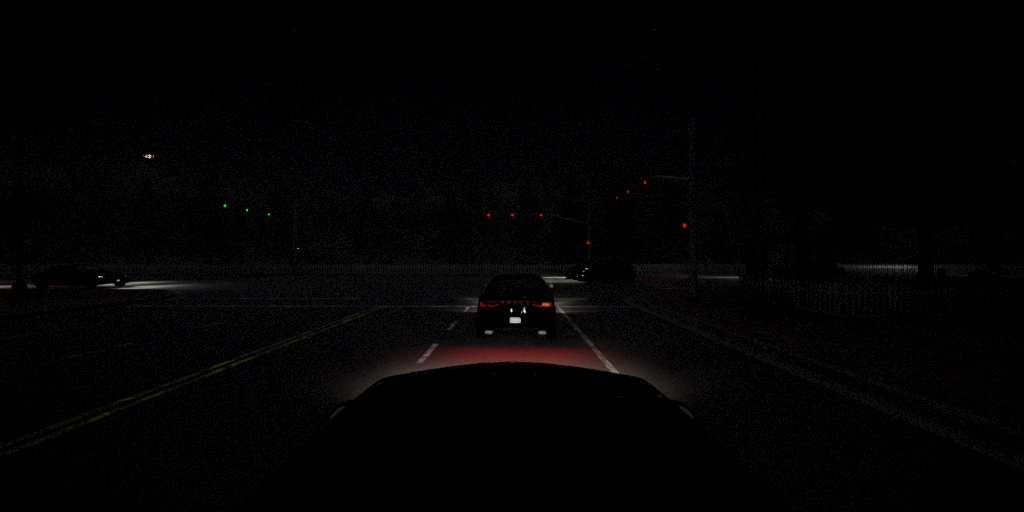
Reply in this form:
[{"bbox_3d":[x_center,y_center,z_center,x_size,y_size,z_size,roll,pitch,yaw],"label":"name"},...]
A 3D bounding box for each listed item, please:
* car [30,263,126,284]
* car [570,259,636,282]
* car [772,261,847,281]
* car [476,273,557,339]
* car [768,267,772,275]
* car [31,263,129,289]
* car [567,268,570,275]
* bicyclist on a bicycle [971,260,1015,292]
[{"bbox_3d":[-30.823,1.220,25.566,4.674,1.442,1.812,0,0,0],"label":"car"},{"bbox_3d":[7.322,1.048,28.329,4.553,1.767,2.097,0,0,-8],"label":"car"},{"bbox_3d":[24.237,1.220,28.941,4.674,1.442,1.812,0,0,1],"label":"car"},{"bbox_3d":[0.173,1.228,10.168,1.882,1.535,5.008,0,0,2],"label":"car"},{"bbox_3d":[25.930,1.186,32.394,4.902,1.511,2.128,0,0,2],"label":"car"},{"bbox_3d":[-26.580,1.220,22.081,4.674,1.442,1.812,0,0,0],"label":"car"},{"bbox_3d":[7.096,1.259,32.601,4.181,1.385,1.994,0,0,0],"label":"car"},{"bbox_3d":[22.821,0.995,17.030,0.582,1.620,1.656,0,0,0],"label":"bicyclist on a bicycle"}]
